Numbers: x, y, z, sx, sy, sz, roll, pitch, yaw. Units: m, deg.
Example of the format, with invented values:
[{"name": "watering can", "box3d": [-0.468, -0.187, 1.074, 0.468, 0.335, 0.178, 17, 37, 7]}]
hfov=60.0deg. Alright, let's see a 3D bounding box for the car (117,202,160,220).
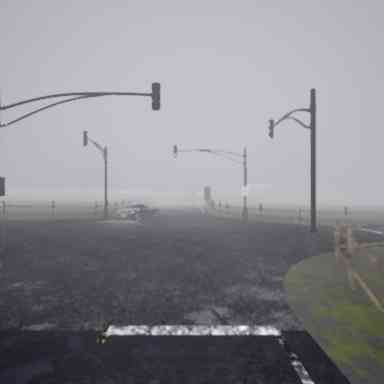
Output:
[{"name": "car", "box3d": [-4.438, 1.618, 28.570, 1.812, 1.442, 4.674, 2, 0, 26]}]
